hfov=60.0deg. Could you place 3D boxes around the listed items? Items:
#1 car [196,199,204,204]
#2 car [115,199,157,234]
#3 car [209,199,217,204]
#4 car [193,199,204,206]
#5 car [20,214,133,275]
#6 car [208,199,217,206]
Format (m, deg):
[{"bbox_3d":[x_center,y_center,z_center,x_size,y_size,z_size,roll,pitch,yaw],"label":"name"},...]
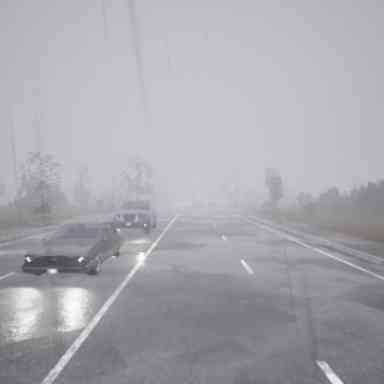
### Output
[{"bbox_3d":[2.205,2.552,90.482,1.812,1.442,4.674,0,-1,6],"label":"car"},{"bbox_3d":[-3.578,1.510,21.796,2.150,2.045,5.566,0,-1,1],"label":"car"},{"bbox_3d":[5.728,2.548,90.568,1.837,1.490,4.892,0,-1,6],"label":"car"},{"bbox_3d":[1.409,2.408,80.543,2.097,1.767,4.553,0,-1,4],"label":"car"},{"bbox_3d":[-3.590,1.697,11.230,2.033,1.411,5.357,0,-1,0],"label":"car"},{"bbox_3d":[4.905,2.576,80.369,1.812,1.442,4.674,0,-1,4],"label":"car"}]
